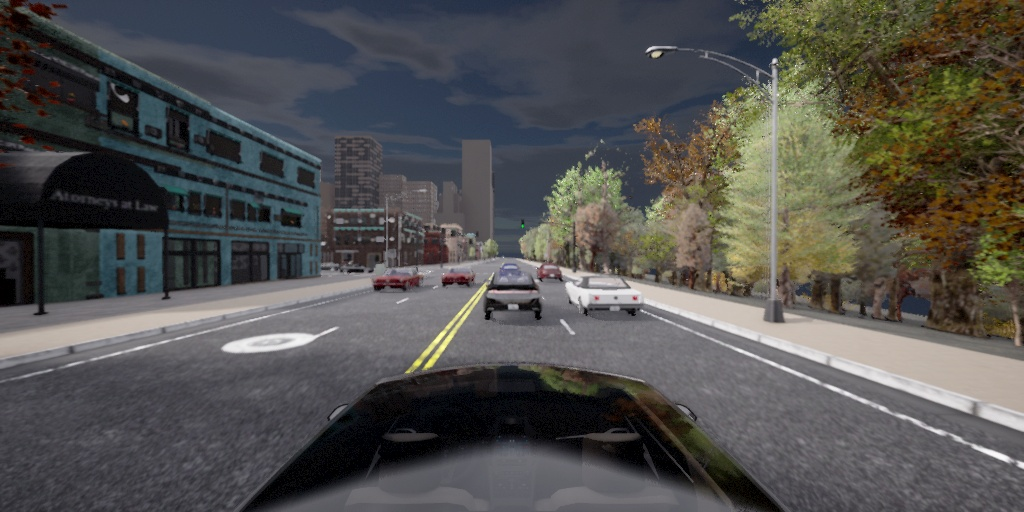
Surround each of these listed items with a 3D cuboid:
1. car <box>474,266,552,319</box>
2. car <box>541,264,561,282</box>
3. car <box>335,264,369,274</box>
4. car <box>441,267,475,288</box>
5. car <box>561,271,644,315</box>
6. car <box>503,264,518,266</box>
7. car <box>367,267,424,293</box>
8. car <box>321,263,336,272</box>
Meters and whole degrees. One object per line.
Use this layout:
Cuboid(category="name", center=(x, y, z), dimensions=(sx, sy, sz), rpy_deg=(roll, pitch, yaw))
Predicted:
Cuboid(category="car", center=(0.014, 1.273, 12.934), dimensions=(2.128, 1.511, 4.902), rpy_deg=(0, 0, 0))
Cuboid(category="car", center=(3.112, 1.352, 30.229), dimensions=(1.812, 1.442, 4.674), rpy_deg=(0, 0, -1))
Cuboid(category="car", center=(-20.343, 1.698, 47.264), dimensions=(4.313, 1.339, 1.948), rpy_deg=(0, 0, 0))
Cuboid(category="car", center=(-3.526, 1.414, 24.332), dimensions=(1.895, 1.301, 4.718), rpy_deg=(0, 0, 0))
Cuboid(category="car", center=(3.262, 1.382, 13.626), dimensions=(1.895, 1.301, 4.718), rpy_deg=(0, 0, 0))
Cuboid(category="car", center=(-0.139, 1.353, 30.244), dimensions=(1.812, 1.442, 4.674), rpy_deg=(0, 0, -1))
Cuboid(category="car", center=(-6.756, 1.407, 21.647), dimensions=(1.895, 1.301, 4.718), rpy_deg=(0, 0, 0))
Cuboid(category="car", center=(-28.754, 1.721, 55.700), dimensions=(4.403, 1.370, 2.007), rpy_deg=(0, 0, 0))
